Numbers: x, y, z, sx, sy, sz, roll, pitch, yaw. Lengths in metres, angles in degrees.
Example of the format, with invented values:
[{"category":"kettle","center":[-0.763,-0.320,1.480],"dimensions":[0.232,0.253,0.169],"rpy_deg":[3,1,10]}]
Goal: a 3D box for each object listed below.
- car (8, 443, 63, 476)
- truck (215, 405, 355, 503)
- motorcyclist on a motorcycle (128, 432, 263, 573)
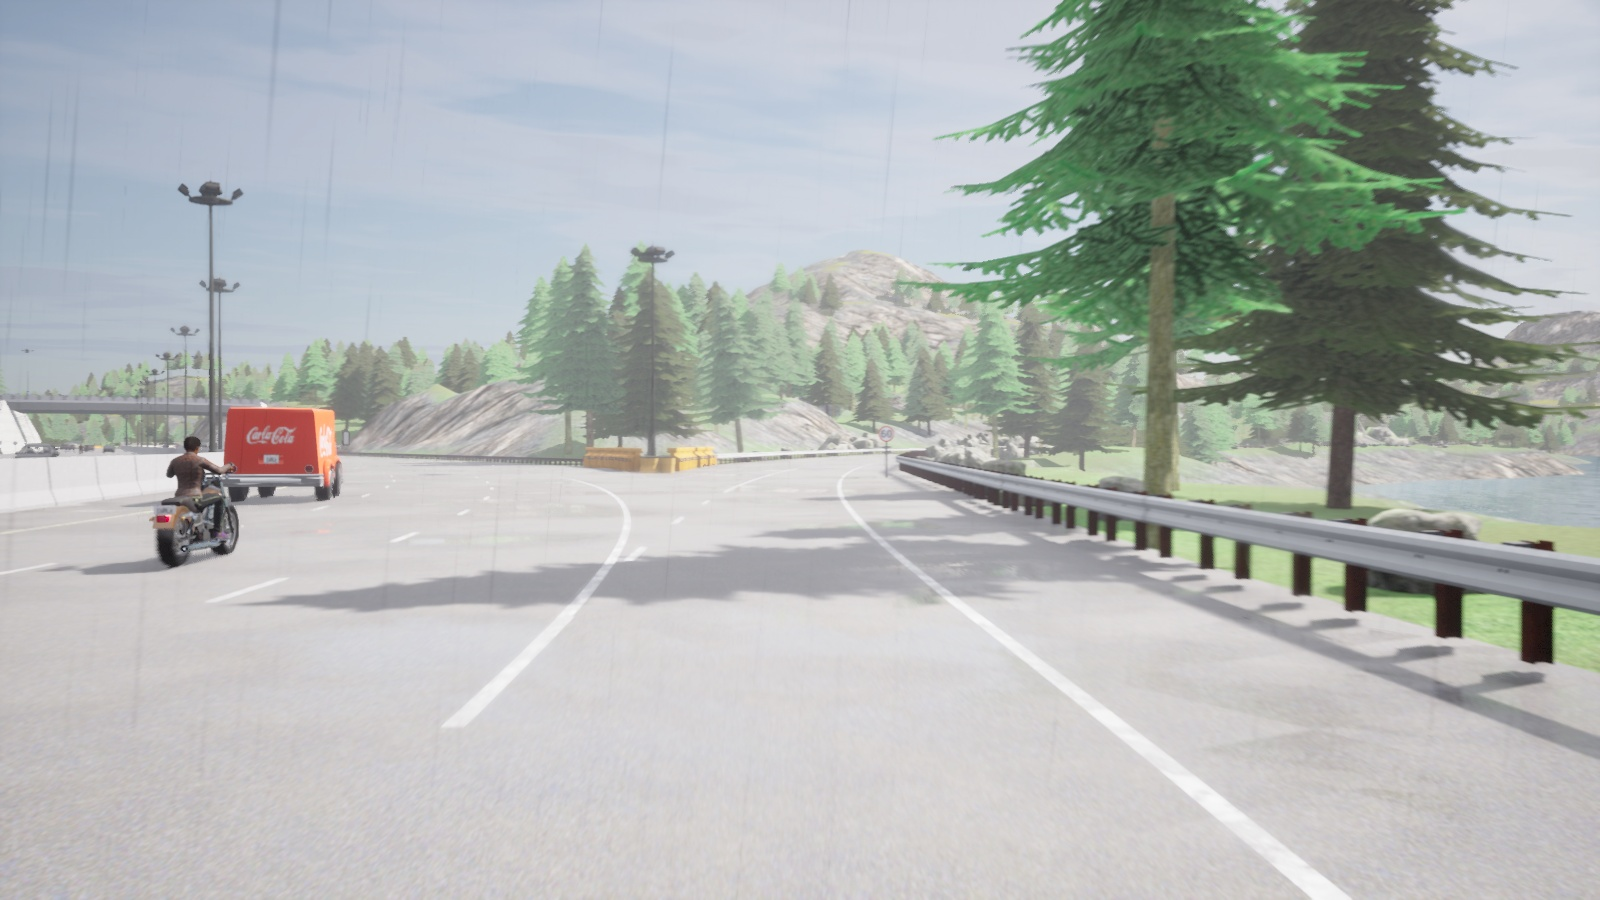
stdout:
[{"category":"car","center":[-36.765,0.439,60.462],"dimensions":[1.789,1.549,3.705],"rpy_deg":[0,0,-23]},{"category":"truck","center":[-13.932,0.088,34.327],"dimensions":[2.627,2.467,5.204],"rpy_deg":[0,0,-12]},{"category":"motorcyclist on a motorcycle","center":[-7.668,0.618,16.065],"dimensions":[0.766,1.649,2.350],"rpy_deg":[-1,0,-5]}]
